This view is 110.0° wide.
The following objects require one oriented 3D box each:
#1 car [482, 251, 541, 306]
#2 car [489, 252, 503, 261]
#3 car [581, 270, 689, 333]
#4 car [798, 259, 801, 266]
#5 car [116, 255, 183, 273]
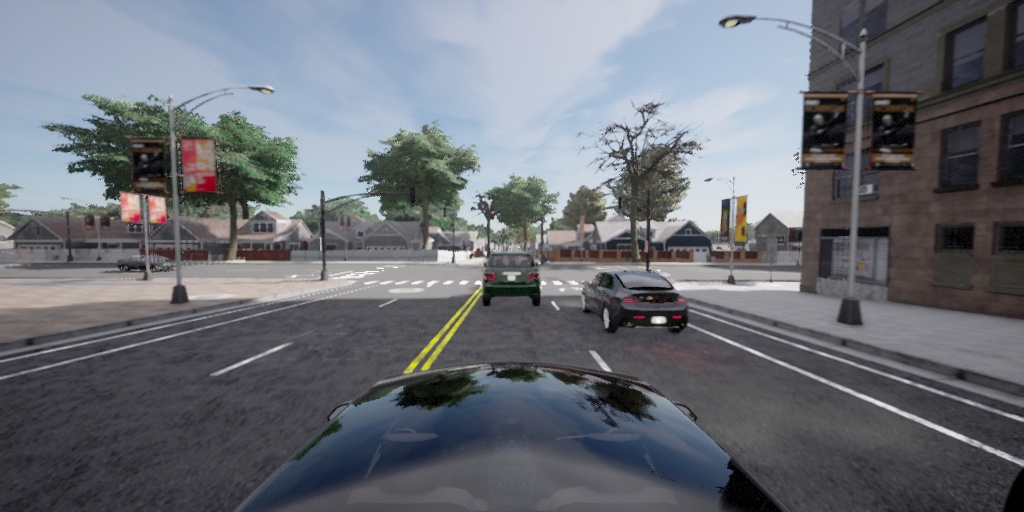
[{"bbox_3d":[-0.036,0.811,14.955,2.150,2.045,5.566,0,1,-1],"label":"car"},{"bbox_3d":[-2.884,0.048,65.084,2.128,1.511,4.902,0,1,1],"label":"car"},{"bbox_3d":[3.247,1.149,10.352,1.837,1.490,4.892,0,1,0],"label":"car"},{"bbox_3d":[33.535,0.576,38.521,4.902,1.511,2.128,0,3,0],"label":"car"},{"bbox_3d":[-32.267,0.653,32.015,4.902,1.511,2.128,0,3,0],"label":"car"}]
